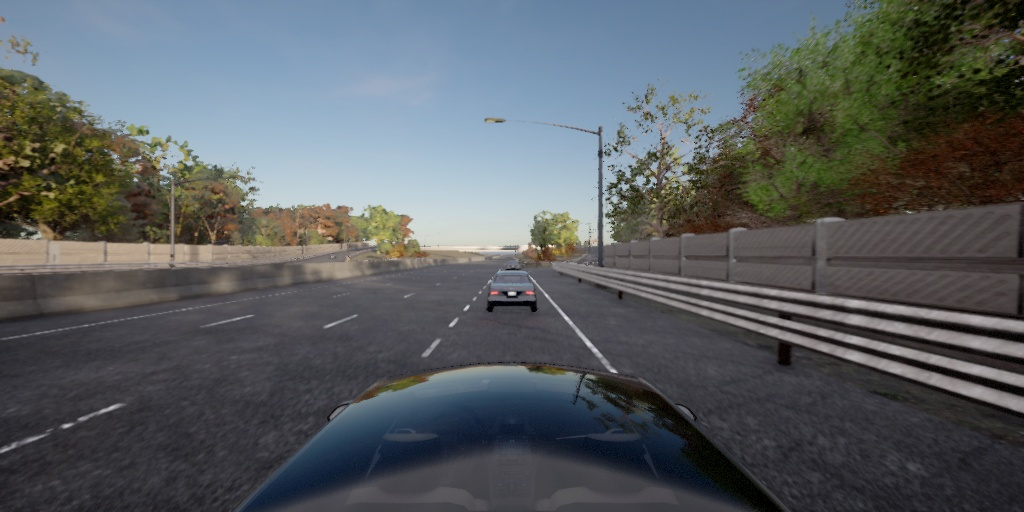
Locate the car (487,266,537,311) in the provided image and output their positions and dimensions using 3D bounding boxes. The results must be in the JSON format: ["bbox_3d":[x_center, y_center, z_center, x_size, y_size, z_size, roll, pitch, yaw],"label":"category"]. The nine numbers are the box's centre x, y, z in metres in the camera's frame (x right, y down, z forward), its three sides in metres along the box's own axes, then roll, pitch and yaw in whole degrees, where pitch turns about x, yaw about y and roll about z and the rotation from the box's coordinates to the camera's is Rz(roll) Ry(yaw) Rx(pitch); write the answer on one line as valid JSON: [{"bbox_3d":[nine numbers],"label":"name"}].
[{"bbox_3d":[0.003,1.304,14.477,2.033,1.411,5.357,0,0,0],"label":"car"}]

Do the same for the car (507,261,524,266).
[{"bbox_3d":[0.408,1.330,45.118,2.033,1.411,5.357,0,0,6],"label":"car"}]
